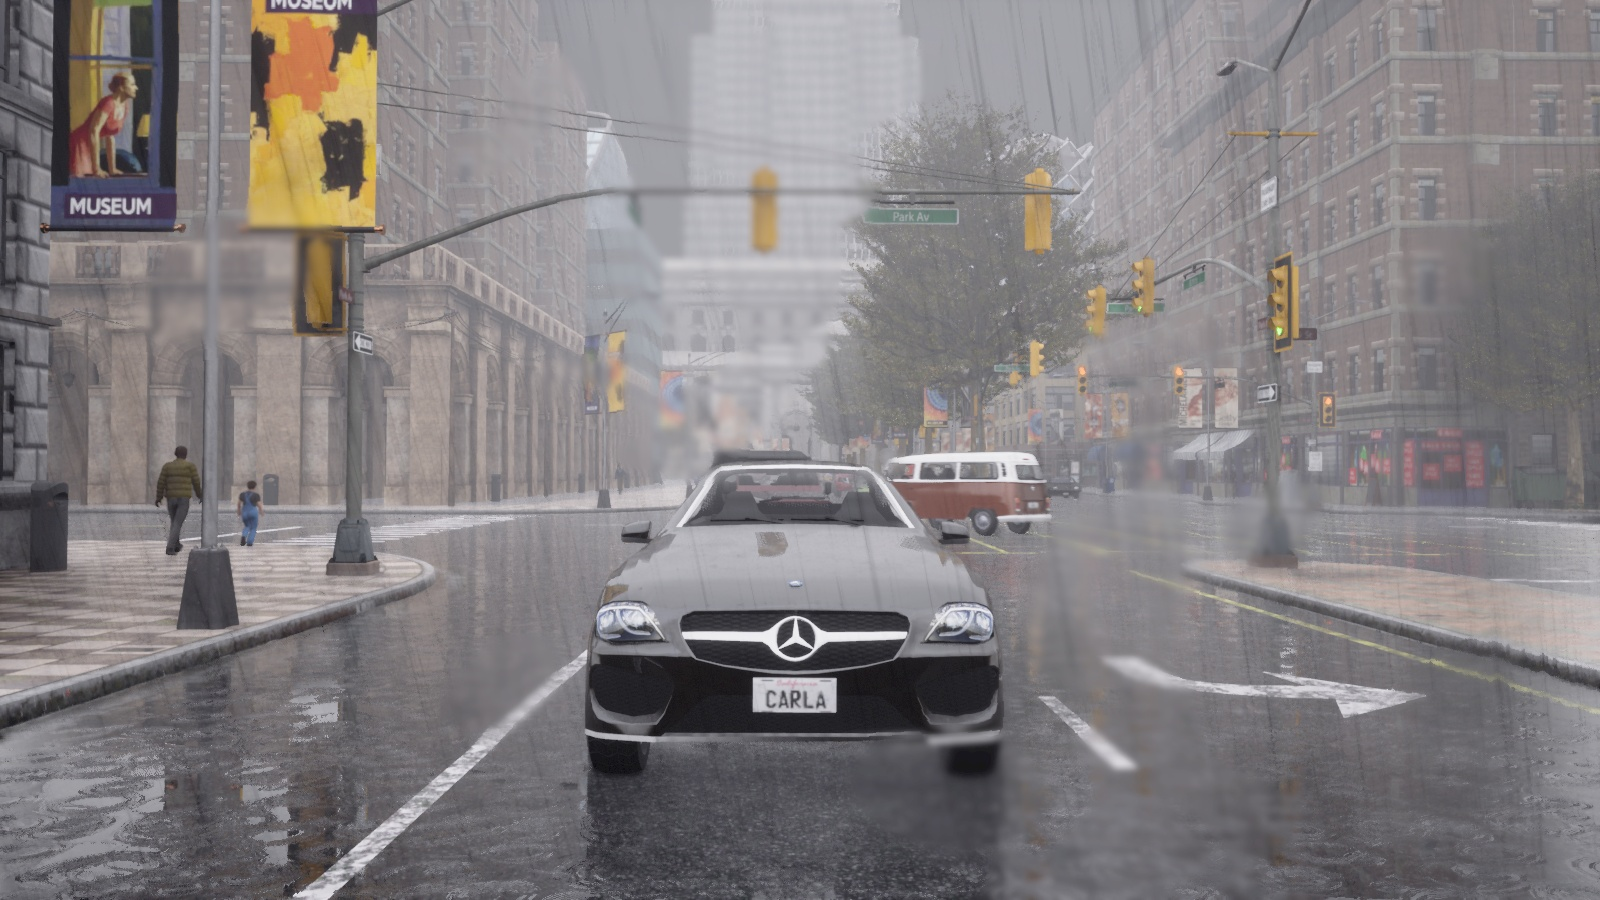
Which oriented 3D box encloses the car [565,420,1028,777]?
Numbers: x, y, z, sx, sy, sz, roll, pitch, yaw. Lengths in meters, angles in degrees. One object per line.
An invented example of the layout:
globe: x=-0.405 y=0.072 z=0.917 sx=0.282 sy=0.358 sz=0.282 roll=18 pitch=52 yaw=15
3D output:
car: x=-0.025 y=0.733 z=8.363 sx=2.152 sy=1.651 sz=5.027 roll=0 pitch=-1 yaw=0

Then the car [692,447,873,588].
car: x=-0.382 y=0.928 z=18.853 sx=1.905 sy=1.878 sz=3.866 roll=0 pitch=-1 yaw=-13

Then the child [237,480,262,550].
child: x=-9.984 y=1.173 z=22.779 sx=0.270 sy=1.263 sz=0.437 roll=0 pitch=-1 yaw=-3

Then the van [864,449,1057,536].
van: x=4.006 y=1.056 z=31.861 sx=4.480 sy=2.038 sz=2.069 roll=-1 pitch=-2 yaw=43

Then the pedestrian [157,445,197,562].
pedestrian: x=-10.039 y=0.851 z=20.250 sx=0.370 sy=1.835 sz=0.726 roll=0 pitch=-1 yaw=-9

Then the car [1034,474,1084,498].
car: x=14.799 y=2.063 z=72.072 sx=1.895 sy=1.301 sz=4.718 roll=0 pitch=-1 yaw=0

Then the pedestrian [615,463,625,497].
pedestrian: x=-10.246 y=1.711 z=71.551 sx=0.423 sy=1.949 sz=0.788 roll=0 pitch=-1 yaw=0
